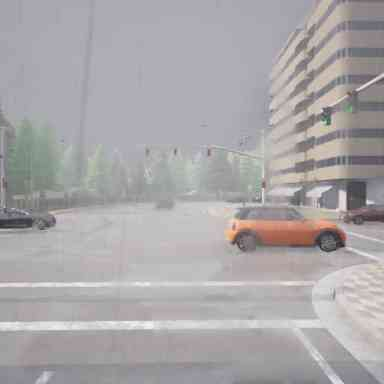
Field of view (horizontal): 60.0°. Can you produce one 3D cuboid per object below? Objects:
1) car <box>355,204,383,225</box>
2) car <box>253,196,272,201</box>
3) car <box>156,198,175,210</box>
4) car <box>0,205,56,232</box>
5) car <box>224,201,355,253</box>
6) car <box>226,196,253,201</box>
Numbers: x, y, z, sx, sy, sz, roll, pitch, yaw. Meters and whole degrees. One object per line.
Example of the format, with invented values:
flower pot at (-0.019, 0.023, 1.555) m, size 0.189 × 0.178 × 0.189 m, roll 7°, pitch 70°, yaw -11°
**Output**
car at (13.172, 1.581, 24.090) m, size 4.674 × 1.442 × 1.812 m, roll 0°, pitch 0°, yaw -1°
car at (14.216, 1.526, 67.838) m, size 4.674 × 1.442 × 1.812 m, roll 0°, pitch 0°, yaw -34°
car at (-3.425, 1.491, 43.495) m, size 2.128 × 1.511 × 4.902 m, roll 0°, pitch 0°, yaw 5°
car at (-10.408, 1.523, 18.926) m, size 4.902 × 1.511 × 2.128 m, roll 0°, pitch 0°, yaw -28°
car at (3.619, 1.359, 13.254) m, size 4.553 × 1.767 × 2.097 m, roll 0°, pitch 0°, yaw -1°
car at (9.437, 1.548, 68.522) m, size 5.357 × 1.411 × 2.033 m, roll 0°, pitch 0°, yaw -37°
